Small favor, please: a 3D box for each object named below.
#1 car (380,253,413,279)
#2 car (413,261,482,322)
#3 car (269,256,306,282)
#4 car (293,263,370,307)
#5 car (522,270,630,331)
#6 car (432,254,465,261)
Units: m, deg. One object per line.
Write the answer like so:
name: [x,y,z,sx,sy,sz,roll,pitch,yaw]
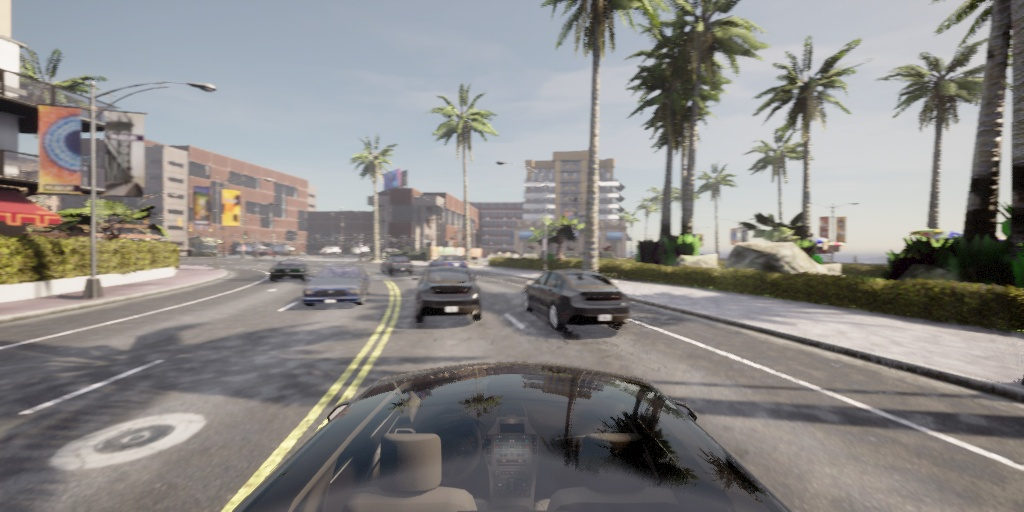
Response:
car: [-9.322,0.736,28.881,2.128,1.511,4.902,0,1,-30]
car: [-2.160,1.088,11.617,1.837,1.490,4.892,1,1,-14]
car: [-13.830,0.870,22.447,1.895,1.301,4.718,0,1,-27]
car: [-6.663,1.032,14.144,2.033,1.411,5.357,1,1,-18]
car: [1.661,1.154,10.742,1.837,1.490,4.892,1,1,-12]
car: [-5.115,0.662,28.429,2.097,1.767,4.553,0,1,-28]
